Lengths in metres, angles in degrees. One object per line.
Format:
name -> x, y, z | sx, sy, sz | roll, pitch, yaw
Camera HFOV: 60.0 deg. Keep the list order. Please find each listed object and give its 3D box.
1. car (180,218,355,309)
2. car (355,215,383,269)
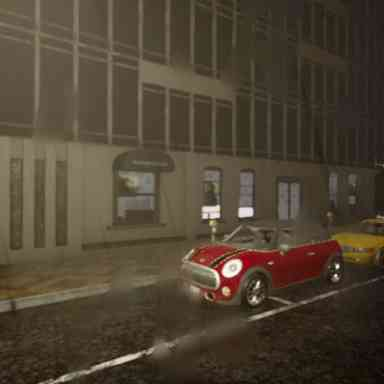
car -> 1.691, 1.416, 7.754 | 4.097, 1.590, 1.967 | 0, 1, -35
car -> 6.174, 1.477, 10.950 | 4.829, 1.417, 1.752 | 0, 1, -35
